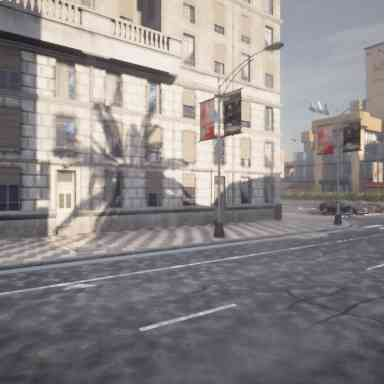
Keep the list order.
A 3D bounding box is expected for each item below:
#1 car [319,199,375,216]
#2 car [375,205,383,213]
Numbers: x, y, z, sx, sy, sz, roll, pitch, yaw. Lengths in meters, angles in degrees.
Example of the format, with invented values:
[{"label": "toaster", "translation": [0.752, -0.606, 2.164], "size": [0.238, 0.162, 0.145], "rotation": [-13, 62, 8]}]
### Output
[{"label": "car", "translation": [14.860, 1.505, 32.731], "size": [1.837, 1.490, 4.892], "rotation": [1, -1, -29]}, {"label": "car", "translation": [17.840, 1.564, 35.394], "size": [1.994, 1.385, 4.181], "rotation": [0, 0, -38]}]
